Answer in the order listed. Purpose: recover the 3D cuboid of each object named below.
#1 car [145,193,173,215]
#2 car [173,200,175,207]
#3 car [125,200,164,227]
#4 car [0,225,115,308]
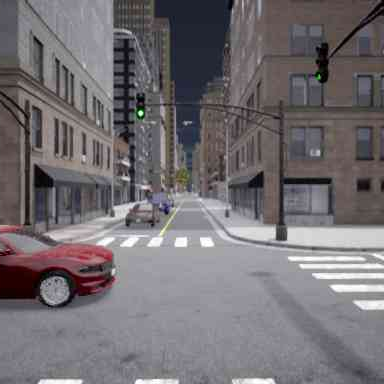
[{"bbox_3d":[-3.332,1.154,32.960,2.150,2.045,5.566,0,0,-1],"label":"car"},{"bbox_3d":[-3.400,1.404,45.666,2.128,1.511,4.902,0,0,0],"label":"car"},{"bbox_3d":[-3.258,1.481,22.688,1.812,1.442,4.674,0,0,1],"label":"car"},{"bbox_3d":[-4.223,1.471,7.237,5.008,1.535,1.882,0,0,0],"label":"car"}]
